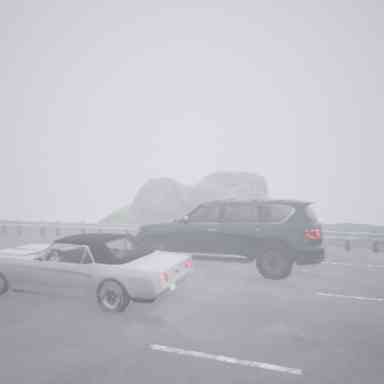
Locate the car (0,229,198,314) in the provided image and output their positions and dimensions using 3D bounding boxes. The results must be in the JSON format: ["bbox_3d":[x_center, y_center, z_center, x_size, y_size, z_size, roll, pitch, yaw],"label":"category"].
[{"bbox_3d":[-2.466,1.600,7.362,4.718,1.301,1.895,0,0,19],"label":"car"}]

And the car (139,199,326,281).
[{"bbox_3d":[0.986,1.220,9.868,5.566,2.045,2.150,0,0,19],"label":"car"}]
